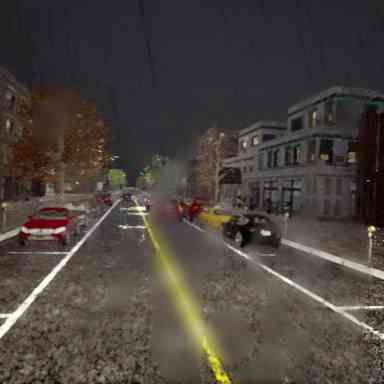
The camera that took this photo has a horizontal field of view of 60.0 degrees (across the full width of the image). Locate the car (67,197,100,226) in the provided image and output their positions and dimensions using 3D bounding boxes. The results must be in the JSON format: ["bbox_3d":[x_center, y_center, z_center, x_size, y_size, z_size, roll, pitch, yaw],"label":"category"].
[{"bbox_3d":[-6.695,1.196,19.118,2.008,1.369,4.403,2,0,-11],"label":"car"}]

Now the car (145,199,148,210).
[{"bbox_3d":[-4.216,1.263,36.875,2.033,1.411,5.357,3,0,-10],"label":"car"}]

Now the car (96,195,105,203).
[{"bbox_3d":[-7.720,1.167,24.572,1.802,1.307,4.206,2,0,-11],"label":"car"}]

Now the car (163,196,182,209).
[{"bbox_3d":[-2.594,1.300,42.648,1.752,1.417,4.829,2,0,-11],"label":"car"}]

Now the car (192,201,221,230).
[{"bbox_3d":[1.503,1.543,20.837,1.752,1.417,4.829,2,0,-11],"label":"car"}]

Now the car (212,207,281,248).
[{"bbox_3d":[2.556,1.645,15.218,1.947,1.339,4.313,2,0,-11],"label":"car"}]

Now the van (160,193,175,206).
[{"bbox_3d":[-3.581,1.057,47.933,1.690,1.788,3.998,2,0,-11],"label":"van"}]

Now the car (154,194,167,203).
[{"bbox_3d":[-5.667,1.118,59.006,1.752,1.417,4.829,2,0,-11],"label":"car"}]

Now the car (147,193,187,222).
[{"bbox_3d":[-1.974,1.199,25.168,2.097,1.767,4.553,3,0,-10],"label":"car"}]

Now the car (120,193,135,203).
[{"bbox_3d":[-9.967,0.920,51.124,1.837,1.490,4.892,3,0,-11],"label":"car"}]

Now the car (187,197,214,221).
[{"bbox_3d":[0.517,1.274,26.123,2.192,1.841,5.009,2,0,-11],"label":"car"}]

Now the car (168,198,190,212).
[{"bbox_3d":[-1.542,1.420,37.028,1.802,1.307,4.206,2,0,-11],"label":"car"}]

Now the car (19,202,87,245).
[{"bbox_3d":[-5.672,1.288,13.666,1.802,1.307,4.206,2,0,-11],"label":"car"}]

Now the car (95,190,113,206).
[{"bbox_3d":[-10.783,0.718,40.928,2.192,1.841,5.009,2,0,-11],"label":"car"}]
